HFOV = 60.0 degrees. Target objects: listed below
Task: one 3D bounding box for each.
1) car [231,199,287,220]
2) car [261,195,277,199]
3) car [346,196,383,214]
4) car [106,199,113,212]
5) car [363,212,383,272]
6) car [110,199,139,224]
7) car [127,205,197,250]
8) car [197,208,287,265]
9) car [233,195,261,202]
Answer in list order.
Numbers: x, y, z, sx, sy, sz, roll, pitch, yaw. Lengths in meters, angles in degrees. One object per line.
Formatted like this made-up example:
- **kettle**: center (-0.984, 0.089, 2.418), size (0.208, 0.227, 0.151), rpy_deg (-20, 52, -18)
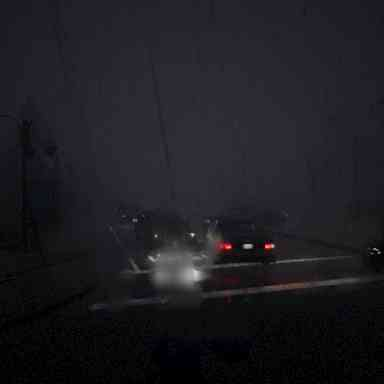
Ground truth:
- **car**: center (3.145, 1.450, 18.679), size (5.357, 1.411, 2.033), rpy_deg (-4, 3, -41)
- **car**: center (10.230, 1.230, 47.183), size (2.152, 1.636, 5.027), rpy_deg (0, 0, -17)
- **car**: center (15.535, 1.314, 29.286), size (1.970, 1.475, 3.806), rpy_deg (0, 0, -17)
- **car**: center (-8.901, 1.488, 38.389), size (2.033, 1.411, 5.357), rpy_deg (0, 0, -17)
- **car**: center (6.870, 1.461, 7.913), size (5.008, 1.535, 1.882), rpy_deg (0, 0, 35)
- **car**: center (-4.660, 1.511, 24.805), size (2.033, 1.411, 5.357), rpy_deg (0, 0, -18)
- **car**: center (-1.390, 1.528, 14.692), size (2.033, 1.411, 5.357), rpy_deg (0, 0, -18)
- **car**: center (1.432, 1.531, 11.618), size (2.033, 1.411, 5.357), rpy_deg (0, 0, -2)
- **car**: center (7.245, 1.244, 46.217), size (2.007, 1.523, 4.514), rpy_deg (0, 0, -17)
